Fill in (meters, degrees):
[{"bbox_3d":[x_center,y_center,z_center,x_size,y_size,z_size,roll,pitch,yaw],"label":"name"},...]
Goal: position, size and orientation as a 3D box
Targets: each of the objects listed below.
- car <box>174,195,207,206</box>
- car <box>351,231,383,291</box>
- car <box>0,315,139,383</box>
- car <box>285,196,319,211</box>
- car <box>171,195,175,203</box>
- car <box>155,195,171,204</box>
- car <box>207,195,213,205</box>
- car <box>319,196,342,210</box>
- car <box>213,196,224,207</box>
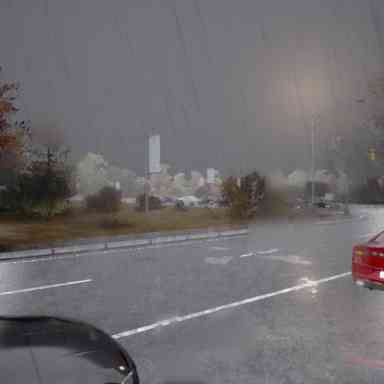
[{"bbox_3d":[-0.270,1.321,51.366,1.812,1.442,4.674,-1,0,-38],"label":"car"},{"bbox_3d":[5.776,1.445,7.856,5.008,1.535,1.882,0,0,-35],"label":"car"},{"bbox_3d":[-2.647,1.492,1.839,4.902,1.511,2.128,0,0,-36],"label":"car"},{"bbox_3d":[11.099,1.278,37.168,2.128,1.511,4.902,-1,0,-39],"label":"car"},{"bbox_3d":[-3.828,1.261,61.479,2.128,1.511,4.902,-1,0,-38],"label":"car"},{"bbox_3d":[-6.303,1.325,58.973,1.812,1.442,4.674,-1,0,-39],"label":"car"},{"bbox_3d":[2.666,1.256,53.307,2.128,1.511,4.902,-1,0,-39],"label":"car"},{"bbox_3d":[14.713,1.247,38.268,2.128,1.511,4.902,-1,0,-39],"label":"car"},{"bbox_3d":[5.399,1.143,44.285,2.097,1.767,4.553,-1,0,-39],"label":"car"}]
